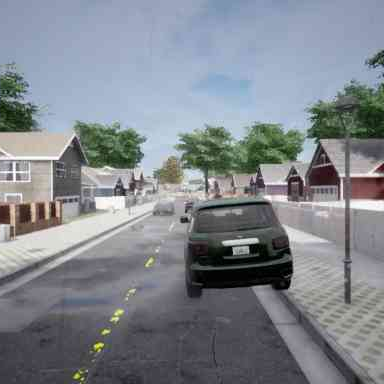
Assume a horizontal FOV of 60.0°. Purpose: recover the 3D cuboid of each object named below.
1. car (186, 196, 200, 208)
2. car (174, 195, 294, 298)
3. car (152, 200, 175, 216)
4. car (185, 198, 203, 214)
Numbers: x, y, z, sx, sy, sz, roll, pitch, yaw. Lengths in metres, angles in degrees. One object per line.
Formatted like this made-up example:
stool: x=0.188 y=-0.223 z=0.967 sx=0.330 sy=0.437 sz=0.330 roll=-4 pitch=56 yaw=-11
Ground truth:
car: x=0.182 y=1.416 z=46.601 sx=1.882 sy=1.535 sz=5.008 roll=0 pitch=0 yaw=1
car: x=0.902 y=1.143 z=8.673 sx=2.150 sy=2.045 sz=5.566 roll=-5 pitch=0 yaw=0
car: x=-2.645 y=1.511 z=31.989 sx=2.033 sy=1.411 sz=5.357 roll=0 pitch=0 yaw=0
car: x=0.189 y=1.461 z=36.234 sx=1.837 sy=1.490 sz=4.892 roll=0 pitch=0 yaw=0
